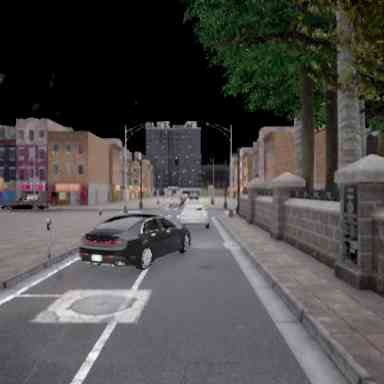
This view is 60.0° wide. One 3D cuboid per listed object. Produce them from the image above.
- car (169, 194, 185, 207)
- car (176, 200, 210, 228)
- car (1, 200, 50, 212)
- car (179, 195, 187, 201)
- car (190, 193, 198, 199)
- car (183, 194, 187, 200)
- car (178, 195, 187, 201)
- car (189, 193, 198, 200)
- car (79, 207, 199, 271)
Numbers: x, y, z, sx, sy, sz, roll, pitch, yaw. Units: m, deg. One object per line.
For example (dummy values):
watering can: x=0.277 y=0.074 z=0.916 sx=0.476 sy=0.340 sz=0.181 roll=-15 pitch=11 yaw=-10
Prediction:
car: x=-2.362 y=1.405 z=48.288 sx=1.752 sy=1.417 sz=4.829 roll=0 pitch=0 yaw=0
car: x=0.153 y=1.469 z=21.299 sx=1.812 sy=1.442 sz=4.674 roll=0 pitch=0 yaw=1
car: x=-18.470 y=1.522 z=37.032 sx=4.718 sy=1.301 sz=1.895 roll=0 pitch=0 yaw=-3
car: x=-2.171 y=1.360 z=81.170 sx=2.008 sy=1.369 sz=4.403 roll=0 pitch=0 yaw=0
car: x=0.516 y=1.120 z=89.416 sx=1.882 sy=1.535 sz=5.008 roll=0 pitch=0 yaw=0
car: x=-2.330 y=1.182 z=53.909 sx=2.192 sy=1.841 sz=5.009 roll=0 pitch=0 yaw=0
car: x=-2.203 y=1.386 z=75.718 sx=1.947 sy=1.339 sz=4.313 roll=0 pitch=0 yaw=0
car: x=0.458 y=1.161 z=79.381 sx=2.097 sy=1.767 sz=4.553 roll=0 pitch=0 yaw=0
car: x=-1.604 y=1.476 z=11.028 sx=1.837 sy=1.490 sz=4.892 roll=1 pitch=1 yaw=22
